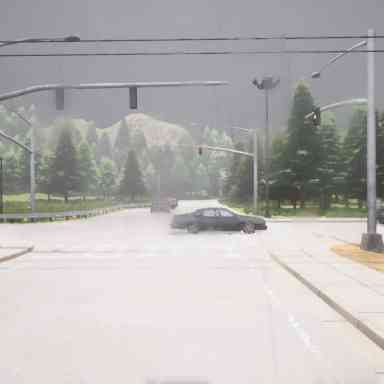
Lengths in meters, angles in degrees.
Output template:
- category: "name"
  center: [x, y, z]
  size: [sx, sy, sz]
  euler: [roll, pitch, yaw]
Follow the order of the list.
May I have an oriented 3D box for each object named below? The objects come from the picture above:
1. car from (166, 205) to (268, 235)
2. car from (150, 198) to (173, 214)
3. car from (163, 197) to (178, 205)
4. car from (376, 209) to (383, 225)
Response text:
- category: "car"
  center: [1.437, 1.603, 18.716]
  size: [5.357, 1.411, 2.033]
  euler: [0, 0, 1]
- category: "car"
  center: [-3.518, 1.682, 37.506]
  size: [1.994, 1.385, 4.181]
  euler: [0, 0, 0]
- category: "car"
  center: [-3.476, 1.494, 47.215]
  size: [2.097, 1.767, 4.553]
  euler: [0, 0, 0]
- category: "car"
  center: [14.629, 1.362, 22.146]
  size: [4.553, 1.767, 2.097]
  euler: [0, 0, 1]
